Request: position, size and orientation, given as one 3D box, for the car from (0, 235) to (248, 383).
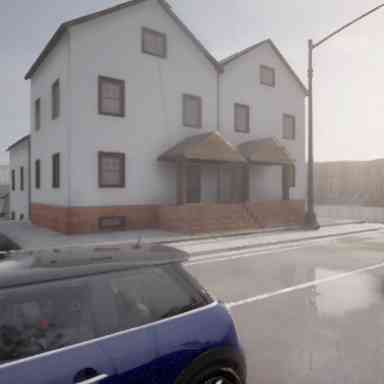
[{"bbox_3d":[-1.726,1.352,2.752,4.553,1.767,2.097,0,0,-35],"label":"car"}]
